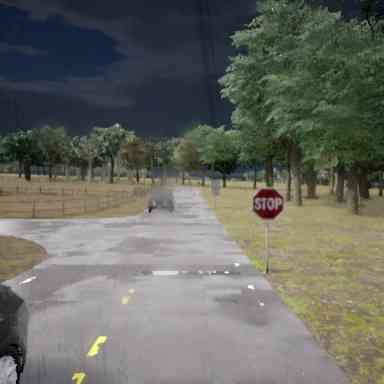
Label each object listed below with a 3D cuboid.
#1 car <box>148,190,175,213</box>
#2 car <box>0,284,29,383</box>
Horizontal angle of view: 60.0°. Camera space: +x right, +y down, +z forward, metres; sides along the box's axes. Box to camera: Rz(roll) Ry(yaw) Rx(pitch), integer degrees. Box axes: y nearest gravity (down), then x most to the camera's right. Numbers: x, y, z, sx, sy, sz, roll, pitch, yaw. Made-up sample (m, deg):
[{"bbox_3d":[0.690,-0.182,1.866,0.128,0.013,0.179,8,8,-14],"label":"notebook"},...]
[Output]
[{"bbox_3d":[-2.752,0.830,31.002,2.150,2.045,5.566,0,2,0],"label":"car"},{"bbox_3d":[-2.750,1.514,1.860,1.837,1.490,4.892,0,0,0],"label":"car"}]
